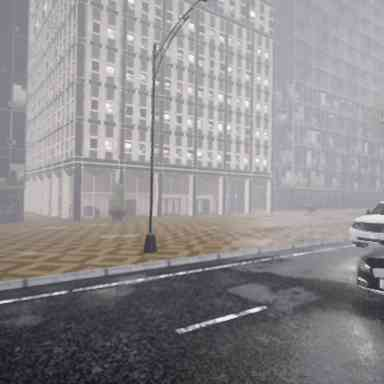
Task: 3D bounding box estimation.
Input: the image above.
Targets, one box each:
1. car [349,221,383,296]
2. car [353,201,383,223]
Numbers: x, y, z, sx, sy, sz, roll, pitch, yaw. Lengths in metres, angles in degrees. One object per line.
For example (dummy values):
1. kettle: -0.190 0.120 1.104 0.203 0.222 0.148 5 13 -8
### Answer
1. car: 5.802 1.559 7.814 4.902 1.511 2.128 1 0 -35
2. car: 8.984 1.335 14.071 5.566 2.045 2.150 1 0 -35
